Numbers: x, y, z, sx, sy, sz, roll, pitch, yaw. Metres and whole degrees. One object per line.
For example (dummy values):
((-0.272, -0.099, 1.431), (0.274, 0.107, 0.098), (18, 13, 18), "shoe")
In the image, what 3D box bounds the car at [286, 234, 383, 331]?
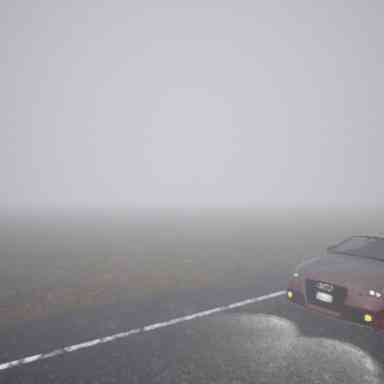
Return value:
((3.836, 1.580, 6.723), (4.181, 1.385, 1.994), (0, 0, -35), "car")
